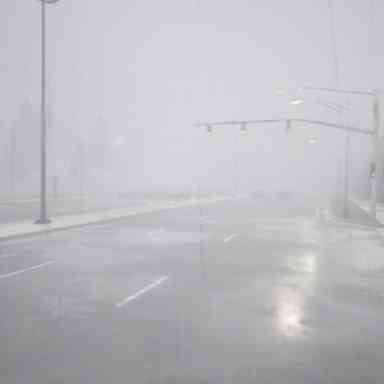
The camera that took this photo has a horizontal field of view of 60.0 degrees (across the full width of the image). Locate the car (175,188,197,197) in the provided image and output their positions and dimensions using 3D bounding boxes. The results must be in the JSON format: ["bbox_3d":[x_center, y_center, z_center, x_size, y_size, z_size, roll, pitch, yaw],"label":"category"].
[{"bbox_3d":[-0.916,0.087,53.398,1.994,1.385,4.181,1,2,23],"label":"car"}]

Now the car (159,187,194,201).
[{"bbox_3d":[-1.883,0.348,41.954,1.812,1.442,4.674,1,2,26],"label":"car"}]

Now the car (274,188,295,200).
[{"bbox_3d":[13.412,0.343,48.418,1.837,1.490,4.892,1,2,23],"label":"car"}]

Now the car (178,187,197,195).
[{"bbox_3d":[-0.853,-0.162,62.528,1.994,1.385,4.181,1,2,23],"label":"car"}]

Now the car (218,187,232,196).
[{"bbox_3d":[5.825,-0.106,60.382,1.882,1.535,5.008,1,2,23],"label":"car"}]

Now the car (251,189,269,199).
[{"bbox_3d":[10.144,0.310,49.685,2.033,1.411,5.357,1,2,23],"label":"car"}]

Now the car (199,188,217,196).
[{"bbox_3d":[3.001,-0.080,62.679,1.895,1.301,4.718,1,2,23],"label":"car"}]

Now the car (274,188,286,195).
[{"bbox_3d":[18.707,-0.101,70.454,1.895,1.301,4.718,1,2,23],"label":"car"}]

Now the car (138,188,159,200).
[{"bbox_3d":[-4.747,0.204,44.160,1.882,1.535,5.008,1,2,23],"label":"car"}]

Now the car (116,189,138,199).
[{"bbox_3d":[-8.182,0.261,45.004,1.895,1.301,4.718,1,2,23],"label":"car"}]

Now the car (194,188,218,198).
[{"bbox_3d":[1.780,0.175,50.799,2.033,1.411,5.357,1,2,23],"label":"car"}]

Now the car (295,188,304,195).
[{"bbox_3d":[22.355,-0.088,70.105,1.994,1.385,4.181,1,2,23],"label":"car"}]

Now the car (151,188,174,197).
[{"bbox_3d":[-4.671,0.037,53.496,1.994,1.385,4.181,1,2,23],"label":"car"}]
